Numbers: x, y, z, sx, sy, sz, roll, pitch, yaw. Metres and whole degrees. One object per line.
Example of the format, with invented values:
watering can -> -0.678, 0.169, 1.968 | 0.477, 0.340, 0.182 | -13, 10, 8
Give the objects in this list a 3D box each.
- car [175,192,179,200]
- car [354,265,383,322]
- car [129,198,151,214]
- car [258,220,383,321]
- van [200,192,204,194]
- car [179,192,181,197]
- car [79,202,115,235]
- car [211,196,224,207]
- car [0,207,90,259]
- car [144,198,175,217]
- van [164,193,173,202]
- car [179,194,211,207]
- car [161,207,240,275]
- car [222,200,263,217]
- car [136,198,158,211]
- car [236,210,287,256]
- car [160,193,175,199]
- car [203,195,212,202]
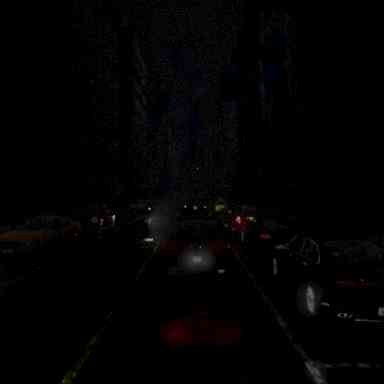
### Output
car -> -5.116, 1.233, 83.585 | 1.967, 1.590, 4.097 | 0, 0, 0
car -> 2.864, 1.547, 1.572 | 2.008, 1.369, 4.403 | 0, 0, 0
car -> -5.441, 1.428, 34.613 | 1.752, 1.417, 4.829 | 0, 0, 0
car -> 2.901, 1.531, 7.098 | 2.008, 1.369, 4.403 | 0, 0, 0
van -> 3.409, 1.137, 83.528 | 1.690, 1.788, 3.998 | 0, 0, 0
car -> -5.042, 1.210, 94.588 | 1.967, 1.590, 4.097 | 0, 0, 0
car -> -5.551, 1.386, 18.206 | 1.967, 1.590, 4.097 | 0, 0, 0
car -> 3.086, 1.429, 34.896 | 1.752, 1.417, 4.829 | 0, 0, 0
car -> -5.588, 1.487, 12.511 | 1.752, 1.417, 4.829 | 0, 0, 0
car -> -2.892, 1.514, 30.586 | 1.895, 1.301, 4.718 | 0, 0, 0
van -> -5.189, 1.158, 72.582 | 1.690, 1.788, 3.998 | 0, 0, 0
car -> 0.274, 1.272, 28.118 | 2.097, 1.767, 4.553 | 0, 0, 1
car -> 0.149, 1.447, 10.359 | 1.882, 1.535, 5.008 | 0, 0, 0
car -> 2.975, 1.389, 18.149 | 1.967, 1.590, 4.097 | 0, 0, 0
car -> -5.403, 1.439, 40.308 | 2.008, 1.369, 4.403 | 0, 0, 0
car -> 2.938, 1.546, 12.623 | 1.802, 1.307, 4.206 | 0, 0, 0
car -> -5.226, 1.143, 67.081 | 2.192, 1.841, 5.009 | 0, 0, 0
car -> 3.337, 1.385, 72.526 | 1.947, 1.339, 4.313 | 0, 0, 0
